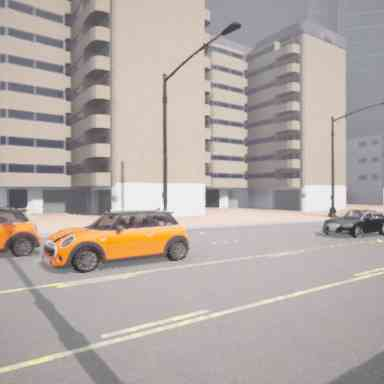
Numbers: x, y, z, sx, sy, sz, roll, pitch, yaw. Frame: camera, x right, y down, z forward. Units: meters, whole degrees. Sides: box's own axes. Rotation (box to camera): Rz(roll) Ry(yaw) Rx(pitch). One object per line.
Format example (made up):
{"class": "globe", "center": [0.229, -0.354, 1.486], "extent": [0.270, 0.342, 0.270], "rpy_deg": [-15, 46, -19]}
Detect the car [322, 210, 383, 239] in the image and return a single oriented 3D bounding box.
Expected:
{"class": "car", "center": [9.537, 1.772, 19.203], "extent": [4.902, 1.511, 2.128], "rpy_deg": [1, -1, -35]}

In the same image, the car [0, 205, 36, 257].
{"class": "car", "center": [-7.727, 1.350, 11.395], "extent": [4.553, 1.767, 2.097], "rpy_deg": [1, 0, -35]}

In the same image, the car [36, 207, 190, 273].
{"class": "car", "center": [-2.348, 1.392, 10.886], "extent": [4.553, 1.767, 2.097], "rpy_deg": [1, 0, -35]}
